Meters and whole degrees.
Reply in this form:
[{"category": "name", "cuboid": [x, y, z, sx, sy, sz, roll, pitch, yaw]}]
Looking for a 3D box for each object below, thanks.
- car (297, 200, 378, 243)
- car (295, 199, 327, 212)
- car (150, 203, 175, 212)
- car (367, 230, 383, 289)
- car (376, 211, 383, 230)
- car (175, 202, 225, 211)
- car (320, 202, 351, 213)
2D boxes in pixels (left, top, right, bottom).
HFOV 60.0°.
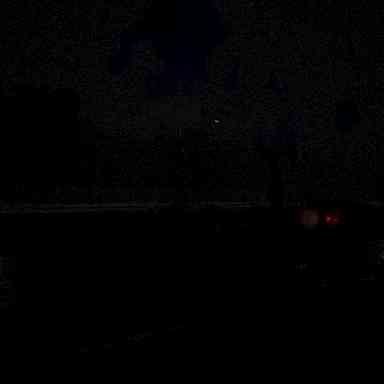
[{"category": "car", "cuboid": [8.140, 1.440, 17.536, 5.566, 2.045, 2.150, 1, -1, -34]}, {"category": "car", "cuboid": [17.512, 1.964, 48.945, 4.553, 1.767, 2.097, 1, -1, -33]}, {"category": "car", "cuboid": [-2.147, 1.889, 36.014, 5.008, 1.535, 1.882, 1, -1, -33]}, {"category": "car", "cuboid": [6.343, 1.669, 7.945, 4.181, 1.385, 1.994, 1, -1, -34]}, {"category": "car", "cuboid": [10.672, 1.673, 15.011, 5.008, 1.535, 1.882, 1, -1, -34]}, {"category": "car", "cuboid": [1.193, 1.887, 34.026, 4.902, 1.511, 2.128, 1, -1, -33]}, {"category": "car", "cuboid": [19.994, 2.155, 46.386, 4.181, 1.385, 1.994, 1, -1, -33]}]
